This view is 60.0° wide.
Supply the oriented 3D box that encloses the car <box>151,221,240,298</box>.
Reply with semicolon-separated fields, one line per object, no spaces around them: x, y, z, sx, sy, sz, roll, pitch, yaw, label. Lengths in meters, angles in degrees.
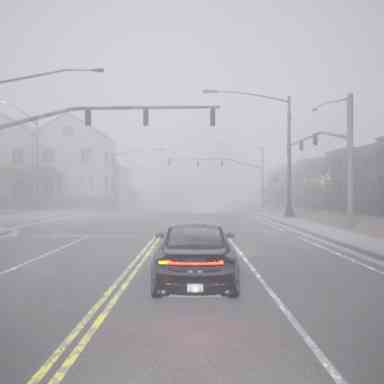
0.082;1.504;8.488;1.837;1.490;4.892;0;0;1;car
